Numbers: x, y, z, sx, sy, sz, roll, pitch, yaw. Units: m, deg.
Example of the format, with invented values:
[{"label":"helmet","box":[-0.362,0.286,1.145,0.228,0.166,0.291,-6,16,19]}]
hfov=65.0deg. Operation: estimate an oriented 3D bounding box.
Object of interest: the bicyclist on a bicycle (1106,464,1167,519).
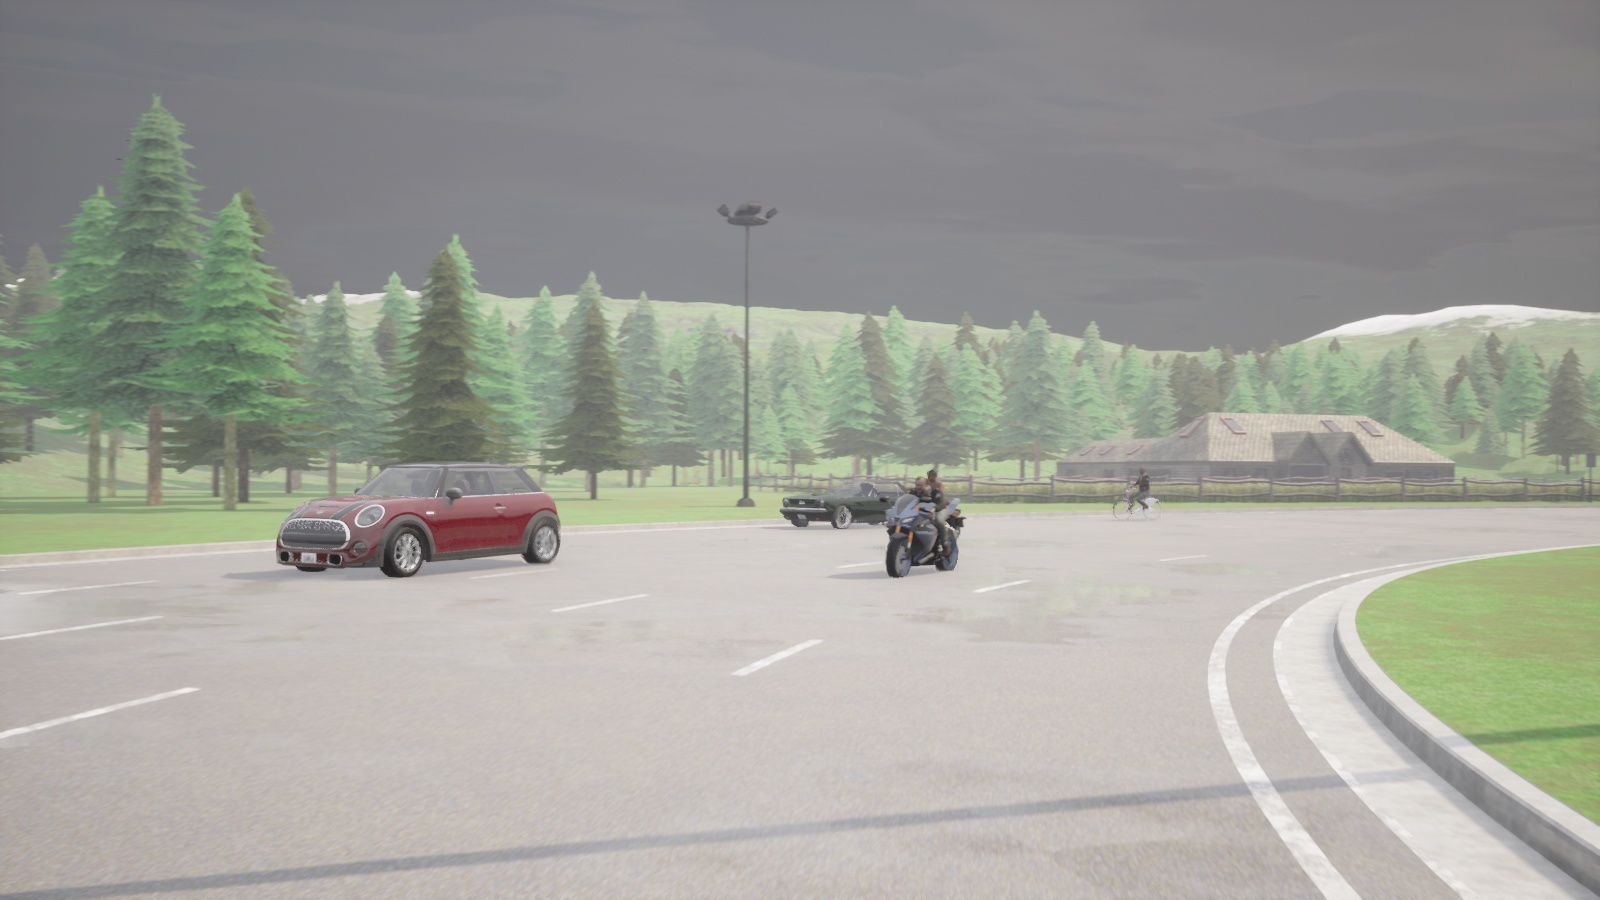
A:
[{"label":"bicyclist on a bicycle","box":[10.956,1.339,40.850,1.843,1.776,0.659,0,-1,-19]}]

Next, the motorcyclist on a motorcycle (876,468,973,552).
[{"label":"motorcyclist on a motorcycle","box":[2.602,1.193,25.961,0.766,1.649,2.350,0,-1,42]}]

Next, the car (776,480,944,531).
[{"label":"car","box":[1.725,1.498,35.101,4.718,1.301,1.895,1,-1,-42]}]

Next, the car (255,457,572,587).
[{"label":"car","box":[-5.834,1.018,19.585,2.097,1.767,4.553,-1,-1,29]}]

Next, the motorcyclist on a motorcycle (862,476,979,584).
[{"label":"motorcyclist on a motorcycle","box":[1.869,1.165,19.120,0.866,1.530,2.191,0,-1,33]}]
